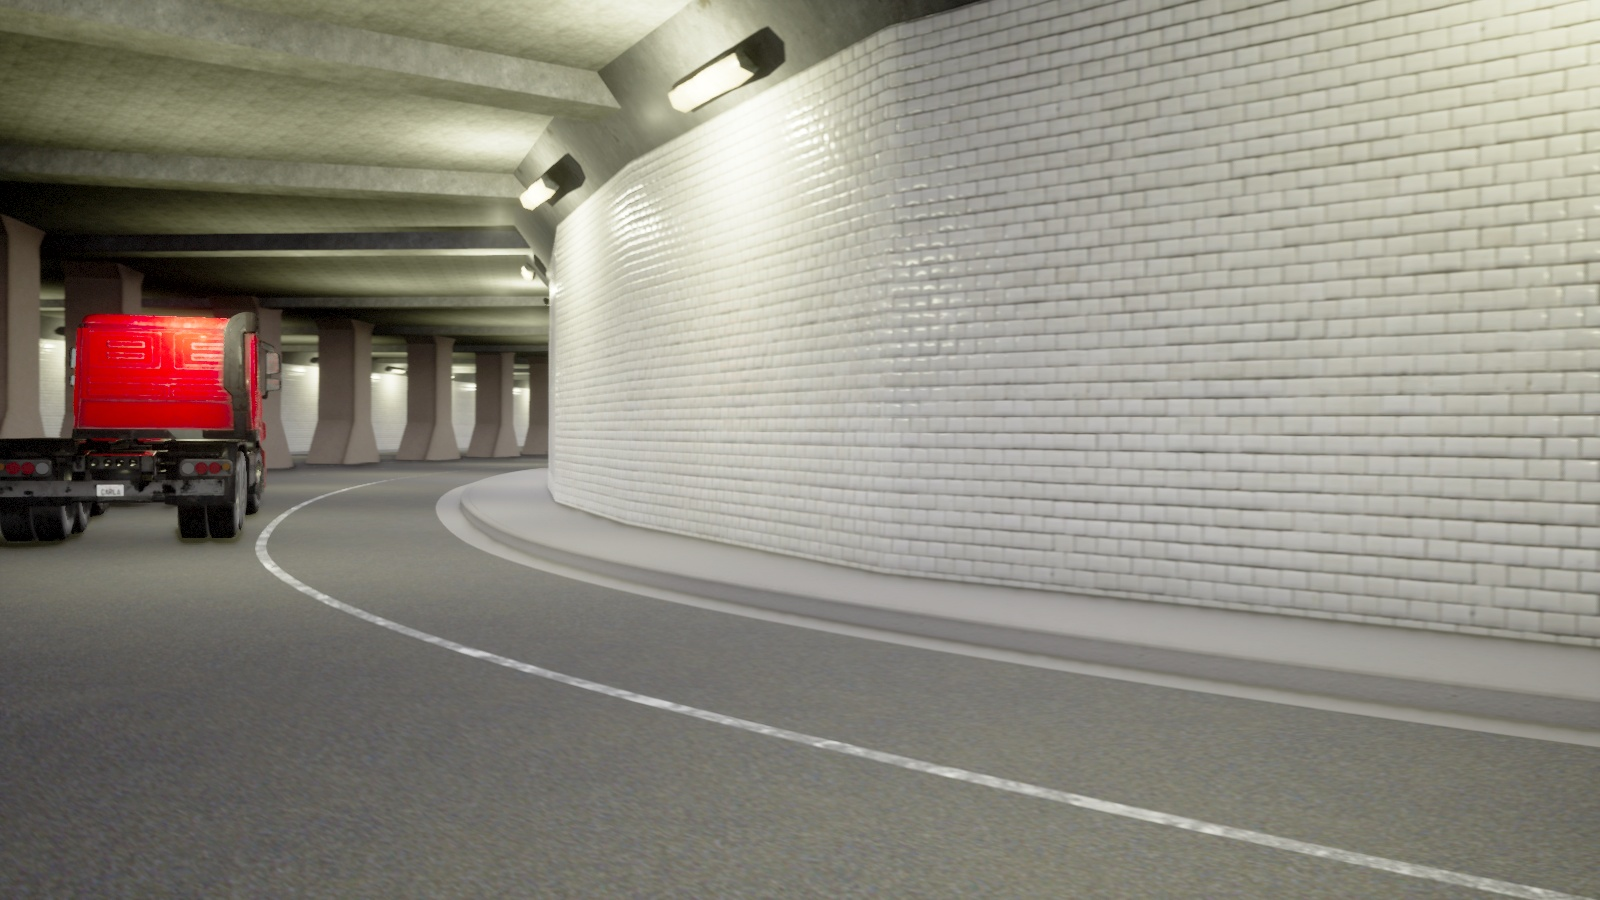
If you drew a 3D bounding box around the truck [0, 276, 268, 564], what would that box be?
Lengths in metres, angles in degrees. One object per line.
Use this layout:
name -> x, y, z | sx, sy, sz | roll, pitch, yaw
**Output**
truck -> -9.914, -0.410, 19.223 | 2.891, 3.462, 7.936 | -1, 1, -21
